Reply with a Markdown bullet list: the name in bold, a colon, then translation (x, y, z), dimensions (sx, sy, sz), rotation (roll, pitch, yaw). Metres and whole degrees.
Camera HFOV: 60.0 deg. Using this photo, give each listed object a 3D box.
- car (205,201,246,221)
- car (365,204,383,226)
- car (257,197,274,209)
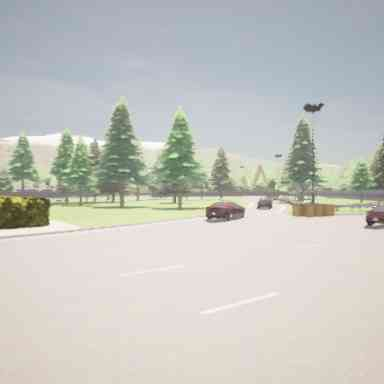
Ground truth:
- **car**: translation (2.844, 1.469, 27.201), dimensions (1.882, 1.535, 5.008), rotation (0, 0, 29)
- **car**: translation (13.120, 1.514, 21.716), dimensions (4.674, 1.442, 1.812), rotation (0, 0, -36)
- **car**: translation (10.087, 1.474, 45.607), dimensions (2.128, 1.511, 4.902), rotation (0, 0, 17)
